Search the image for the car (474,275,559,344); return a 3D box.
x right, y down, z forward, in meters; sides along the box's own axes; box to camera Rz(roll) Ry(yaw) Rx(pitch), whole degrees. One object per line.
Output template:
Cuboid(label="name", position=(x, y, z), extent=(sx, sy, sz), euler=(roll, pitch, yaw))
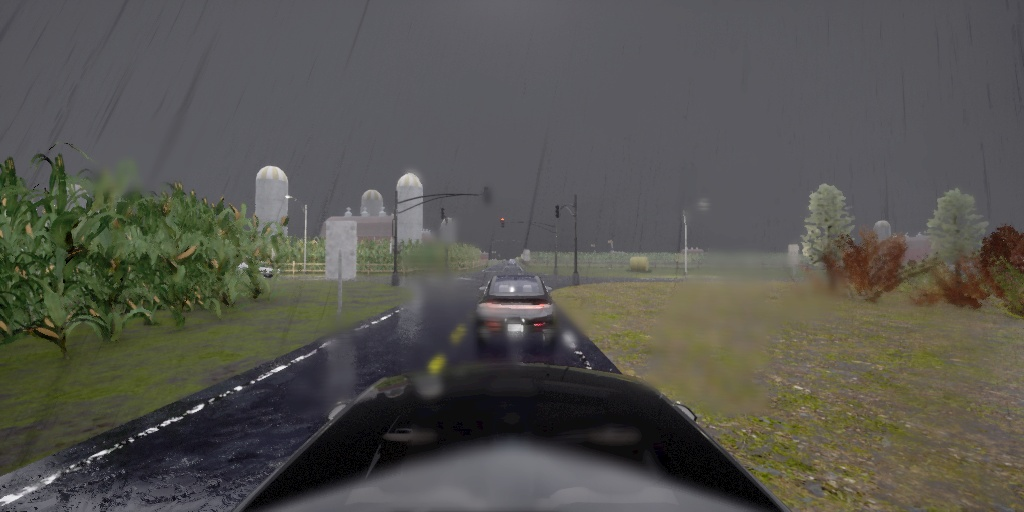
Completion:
Cuboid(label="car", position=(0.101, 1.245, 9.623), extent=(2.128, 1.511, 4.902), euler=(0, 0, 0))

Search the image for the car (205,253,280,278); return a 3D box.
Cuboid(label="car", position=(-21.822, 0.774, 28.667), extent=(5.566, 2.045, 2.150), euler=(0, -1, -3))

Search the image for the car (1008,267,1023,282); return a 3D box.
Cuboid(label="car", position=(48.666, 1.720, 33.478), extent=(4.674, 1.442, 1.812), euler=(1, -1, -5))

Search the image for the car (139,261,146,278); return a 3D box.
Cuboid(label="car", position=(-31.932, 0.693, 28.129), extent=(5.566, 2.045, 2.150), euler=(0, -1, -3))
